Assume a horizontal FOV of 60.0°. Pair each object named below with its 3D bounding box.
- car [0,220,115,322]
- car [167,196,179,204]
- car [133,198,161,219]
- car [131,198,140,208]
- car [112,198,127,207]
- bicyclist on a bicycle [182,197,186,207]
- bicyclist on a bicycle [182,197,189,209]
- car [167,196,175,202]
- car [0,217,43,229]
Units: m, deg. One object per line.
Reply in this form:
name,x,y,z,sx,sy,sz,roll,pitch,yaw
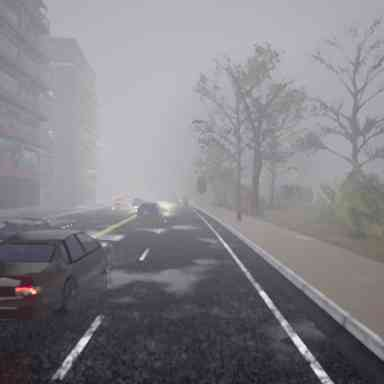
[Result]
car,-3.213,1.583,7.614,2.033,1.411,5.357,0,0,-1
car,-4.042,1.893,74.353,1.895,1.301,4.718,0,0,-6
car,-3.856,1.609,30.255,1.882,1.535,5.008,0,0,-2
car,-8.713,1.732,53.674,1.837,1.490,4.892,0,0,-4
car,-12.147,1.718,55.924,1.882,1.535,5.008,0,0,-4
bicyclist on a bicycle,-1.273,1.674,54.264,0.582,1.620,1.656,0,0,-5
bicyclist on a bicycle,-0.732,1.630,47.026,0.866,1.612,1.509,0,0,-4
car,-5.382,1.735,86.137,1.812,1.442,4.674,0,0,-7
car,-6.741,1.660,12.602,1.895,1.301,4.718,0,0,-1
